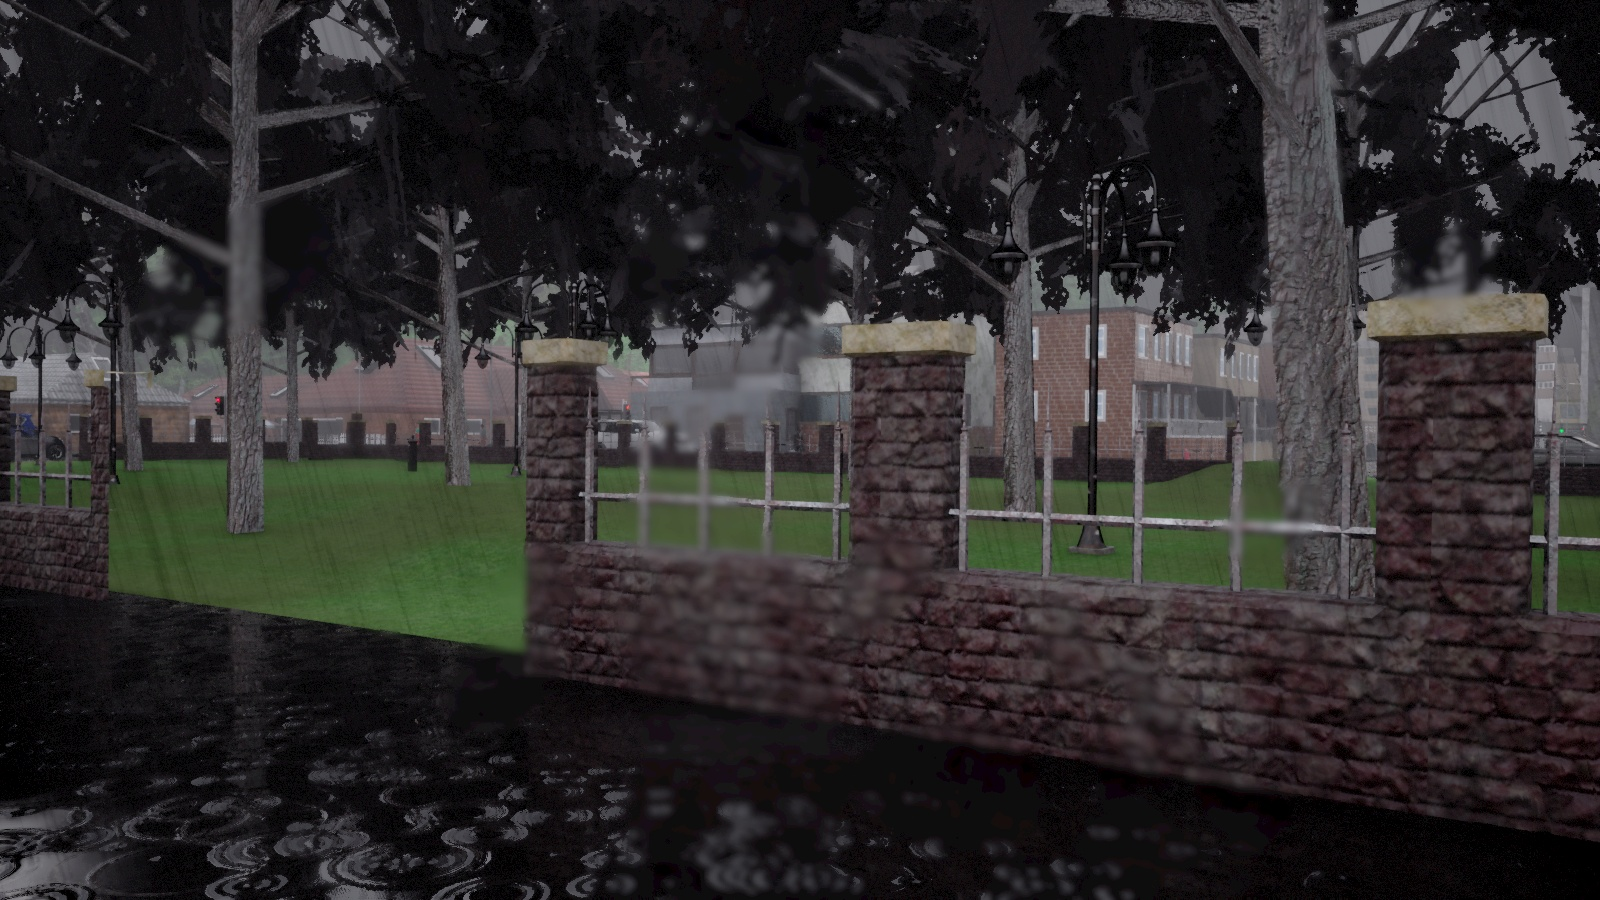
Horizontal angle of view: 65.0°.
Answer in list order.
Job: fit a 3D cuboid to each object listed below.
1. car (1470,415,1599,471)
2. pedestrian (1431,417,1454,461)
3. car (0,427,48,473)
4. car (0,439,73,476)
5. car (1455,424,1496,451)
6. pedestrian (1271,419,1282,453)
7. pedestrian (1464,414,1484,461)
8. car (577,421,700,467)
[{"bbox_3d":[23.405,-0.223,38.187,5.027,1.651,2.152,0,1,39],"label":"car"},{"bbox_3d":[26.849,-0.453,52.458,0.694,1.848,0.540,0,1,6],"label":"pedestrian"},{"bbox_3d":[-36.727,0.023,55.501,2.150,2.045,5.566,0,1,34],"label":"car"},{"bbox_3d":[-33.263,0.317,53.399,1.845,1.501,3.633,0,1,32],"label":"car"},{"bbox_3d":[40.686,-0.771,75.580,1.851,1.617,3.988,0,1,33],"label":"car"},{"bbox_3d":[27.154,-0.782,71.554,0.396,1.930,0.692,0,1,42],"label":"pedestrian"},{"bbox_3d":[28.184,-0.531,52.535,0.692,1.930,0.396,-1,1,-26],"label":"pedestrian"},{"bbox_3d":[-7.590,-0.284,58.786,5.566,2.045,2.150,0,1,31],"label":"car"}]
